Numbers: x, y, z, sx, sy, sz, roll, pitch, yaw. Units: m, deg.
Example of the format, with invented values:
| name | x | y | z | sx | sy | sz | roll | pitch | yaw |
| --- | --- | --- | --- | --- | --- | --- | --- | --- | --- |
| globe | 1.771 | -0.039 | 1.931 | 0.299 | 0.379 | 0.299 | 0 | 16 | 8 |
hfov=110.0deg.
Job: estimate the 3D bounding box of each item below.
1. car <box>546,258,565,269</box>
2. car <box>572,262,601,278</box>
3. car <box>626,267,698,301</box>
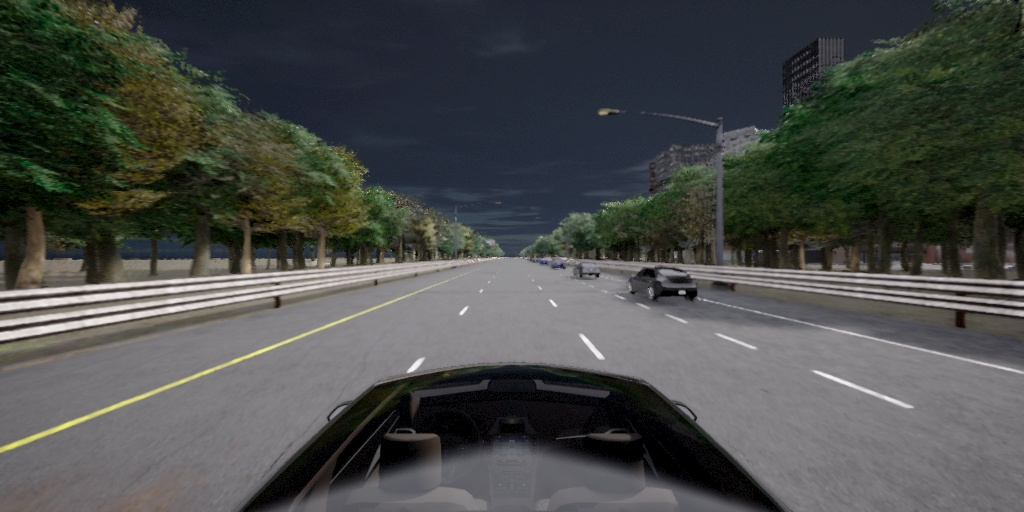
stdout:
| name | x | y | z | sx | sy | sz | roll | pitch | yaw |
| --- | --- | --- | --- | --- | --- | --- | --- | --- | --- |
| car | 7.020 | 1.145 | 56.014 | 2.097 | 1.767 | 4.553 | 0 | 0 | 0 |
| car | 6.991 | 1.312 | 34.128 | 2.033 | 1.411 | 5.357 | 0 | 0 | 0 |
| car | 6.998 | 1.266 | 17.177 | 1.837 | 1.490 | 4.892 | 0 | 0 | 0 |
